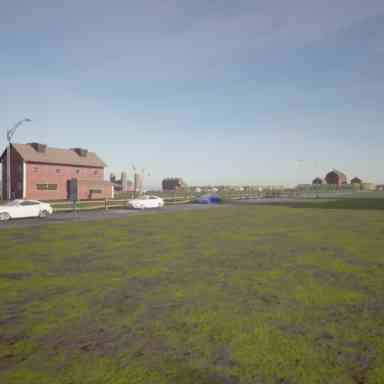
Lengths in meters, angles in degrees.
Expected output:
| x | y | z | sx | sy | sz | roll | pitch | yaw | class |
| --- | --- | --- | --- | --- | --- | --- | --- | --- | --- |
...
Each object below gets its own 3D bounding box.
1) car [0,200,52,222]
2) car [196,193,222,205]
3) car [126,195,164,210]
| x | y | z | sx | sy | sz | roll | pitch | yaw | class |
| --- | --- | --- | --- | --- | --- | --- | --- | --- | --- |
| -12.779 | 1.304 | 24.736 | 1.812 | 1.442 | 4.674 | 1 | 1 | 35 | car |
| 2.450 | 0.918 | 45.782 | 1.812 | 1.442 | 4.674 | 1 | 1 | 36 | car |
| -4.926 | 1.107 | 35.635 | 1.812 | 1.442 | 4.674 | 1 | 1 | 36 | car |
